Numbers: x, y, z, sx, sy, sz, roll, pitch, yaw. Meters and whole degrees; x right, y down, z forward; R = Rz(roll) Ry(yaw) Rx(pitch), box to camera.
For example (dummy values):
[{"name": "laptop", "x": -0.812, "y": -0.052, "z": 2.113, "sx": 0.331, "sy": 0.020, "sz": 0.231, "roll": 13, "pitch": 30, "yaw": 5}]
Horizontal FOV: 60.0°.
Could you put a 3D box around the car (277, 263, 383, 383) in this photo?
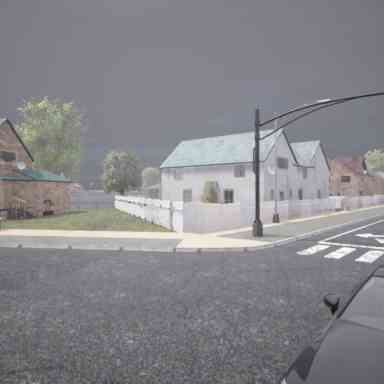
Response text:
[{"name": "car", "x": 2.560, "y": 1.524, "z": 3.463, "sx": 1.812, "sy": 1.442, "sz": 4.674, "roll": 0, "pitch": 0, "yaw": 42}]
